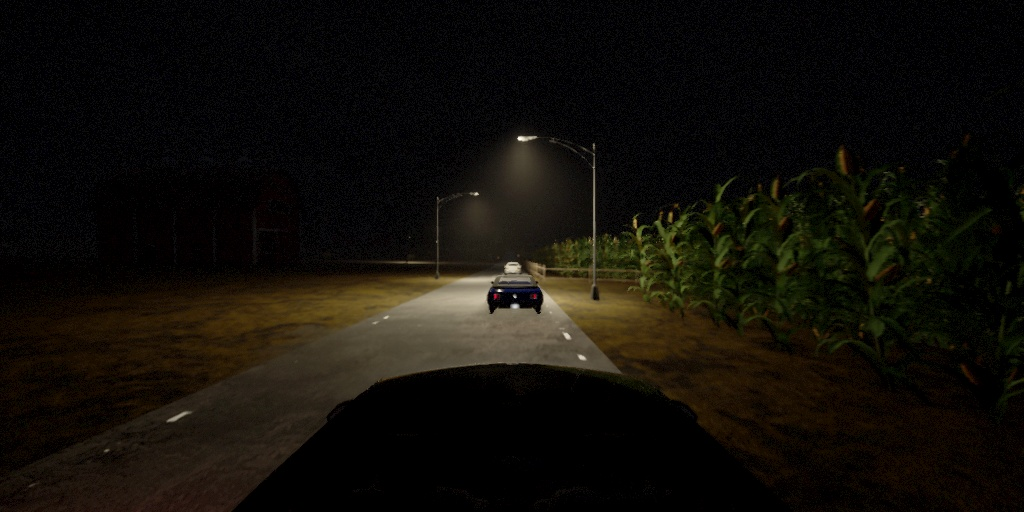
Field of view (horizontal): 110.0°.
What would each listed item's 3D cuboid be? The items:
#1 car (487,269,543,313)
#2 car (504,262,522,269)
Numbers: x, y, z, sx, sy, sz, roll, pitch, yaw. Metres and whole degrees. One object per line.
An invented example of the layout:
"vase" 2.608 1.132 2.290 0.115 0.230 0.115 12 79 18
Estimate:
"car" 0.107 1.373 14.051 1.895 1.301 4.718 0 0 0
"car" 0.119 1.406 39.330 1.812 1.442 4.674 0 0 0
